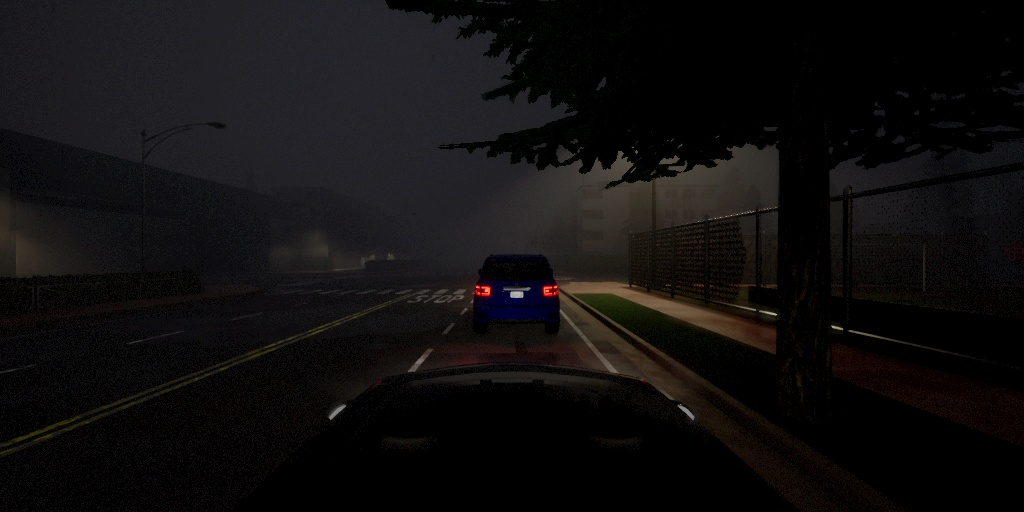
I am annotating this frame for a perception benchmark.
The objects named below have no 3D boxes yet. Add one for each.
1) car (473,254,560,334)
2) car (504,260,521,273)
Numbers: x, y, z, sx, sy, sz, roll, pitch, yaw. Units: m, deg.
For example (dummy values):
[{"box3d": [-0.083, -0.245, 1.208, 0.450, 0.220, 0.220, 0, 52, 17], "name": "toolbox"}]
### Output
[{"box3d": [0.115, 0.972, 10.809, 2.150, 2.045, 5.566, 0, 0, 0], "name": "car"}, {"box3d": [0.022, 1.242, 45.675, 2.128, 1.511, 4.902, 0, 0, 0], "name": "car"}]
